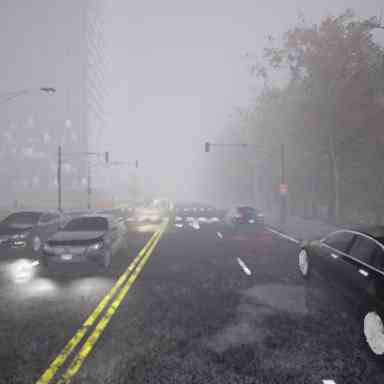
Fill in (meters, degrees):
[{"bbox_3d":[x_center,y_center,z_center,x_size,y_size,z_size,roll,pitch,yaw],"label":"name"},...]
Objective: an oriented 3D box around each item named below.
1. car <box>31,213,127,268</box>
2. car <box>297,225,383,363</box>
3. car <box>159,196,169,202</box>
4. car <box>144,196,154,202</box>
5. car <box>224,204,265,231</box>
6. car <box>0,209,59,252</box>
[{"bbox_3d":[-3.435,1.522,11.396,1.812,1.442,4.674,0,0,-1],"label":"car"},{"bbox_3d":[3.341,1.343,5.772,1.837,1.490,4.892,1,4,0],"label":"car"},{"bbox_3d":[-6.224,1.519,73.900,1.812,1.442,4.674,0,0,-5],"label":"car"},{"bbox_3d":[-9.461,1.537,73.604,2.033,1.411,5.357,0,0,-5],"label":"car"},{"bbox_3d":[3.112,1.483,20.303,1.812,1.442,4.674,-3,-2,-3],"label":"car"},{"bbox_3d":[-6.715,1.504,13.899,1.837,1.490,4.892,0,-1,-1],"label":"car"}]
